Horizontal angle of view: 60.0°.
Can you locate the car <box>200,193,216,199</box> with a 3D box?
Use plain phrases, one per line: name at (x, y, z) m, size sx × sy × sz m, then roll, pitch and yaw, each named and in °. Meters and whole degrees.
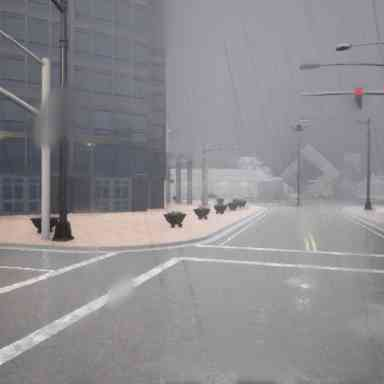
car at (4.432, 1.003, 93.198) m, size 4.553 × 1.767 × 2.097 m, roll 0°, pitch 0°, yaw -3°
